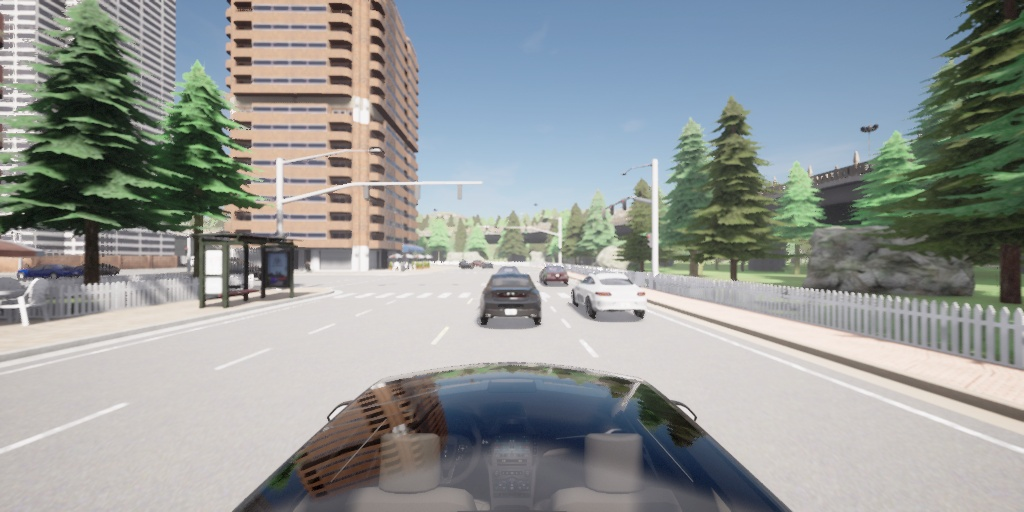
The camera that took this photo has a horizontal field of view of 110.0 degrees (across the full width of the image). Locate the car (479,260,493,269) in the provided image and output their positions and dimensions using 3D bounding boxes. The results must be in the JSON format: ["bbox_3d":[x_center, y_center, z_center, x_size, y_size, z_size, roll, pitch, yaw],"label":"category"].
[{"bbox_3d":[-4.409,1.694,64.959,1.994,1.385,4.181,0,0,0],"label":"car"}]

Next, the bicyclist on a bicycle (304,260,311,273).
[{"bbox_3d":[-26.495,1.391,46.551,0.582,1.620,1.656,0,0,-1],"label":"bicyclist on a bicycle"}]

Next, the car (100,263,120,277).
[{"bbox_3d":[-45.586,1.562,38.890,4.892,1.490,1.837,0,0,-1],"label":"car"}]

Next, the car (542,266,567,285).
[{"bbox_3d":[3.237,1.459,28.306,2.033,1.411,5.357,0,0,-1],"label":"car"}]

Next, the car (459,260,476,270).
[{"bbox_3d":[-7.868,1.722,63.016,1.895,1.301,4.718,0,0,0],"label":"car"}]

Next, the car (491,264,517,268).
[{"bbox_3d":[-0.245,1.457,26.318,2.033,1.411,5.357,0,0,0],"label":"car"}]

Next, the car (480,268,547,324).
[{"bbox_3d":[-0.049,1.317,12.270,1.837,1.490,4.892,0,-1,0],"label":"car"}]

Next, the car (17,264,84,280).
[{"bbox_3d":[-45.535,1.514,35.390,5.008,1.535,1.882,0,0,-1],"label":"car"}]

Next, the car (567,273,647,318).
[{"bbox_3d":[3.441,1.342,13.262,1.812,1.442,4.674,0,0,-1],"label":"car"}]

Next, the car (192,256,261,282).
[{"bbox_3d":[-24.680,1.220,32.115,5.566,2.045,2.150,1,0,-1],"label":"car"}]
